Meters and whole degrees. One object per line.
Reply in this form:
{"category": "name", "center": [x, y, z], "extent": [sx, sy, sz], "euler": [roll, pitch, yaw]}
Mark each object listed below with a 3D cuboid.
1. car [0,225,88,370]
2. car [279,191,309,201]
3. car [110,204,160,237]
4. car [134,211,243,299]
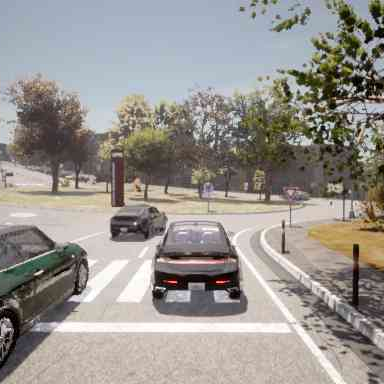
{"category": "car", "center": [-3.405, 1.339, 5.767], "extent": [2.097, 1.767, 4.553], "euler": [0, 0, 0]}
{"category": "car", "center": [17.271, 0.727, 57.670], "extent": [2.033, 1.411, 5.357], "euler": [0, 2, -17]}
{"category": "car", "center": [-2.617, 1.400, 17.178], "extent": [1.837, 1.490, 4.892], "euler": [0, 1, 10]}
{"category": "car", "center": [0.097, 1.463, 8.377], "extent": [2.128, 1.511, 4.902], "euler": [0, 0, 0]}
